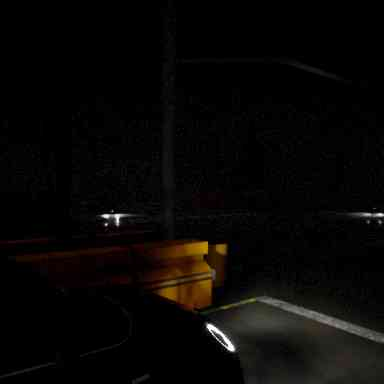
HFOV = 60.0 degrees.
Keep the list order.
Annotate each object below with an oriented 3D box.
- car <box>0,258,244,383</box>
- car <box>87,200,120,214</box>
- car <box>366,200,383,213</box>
[{"bbox_3d":[-1.710,1.352,2.603,4.553,1.767,2.097,0,0,-36],"label":"car"},{"bbox_3d":[-9.530,1.544,35.513,2.033,1.411,5.357,0,0,-36],"label":"car"},{"bbox_3d":[20.654,1.553,35.887,4.181,1.385,1.994,0,0,-35],"label":"car"}]
